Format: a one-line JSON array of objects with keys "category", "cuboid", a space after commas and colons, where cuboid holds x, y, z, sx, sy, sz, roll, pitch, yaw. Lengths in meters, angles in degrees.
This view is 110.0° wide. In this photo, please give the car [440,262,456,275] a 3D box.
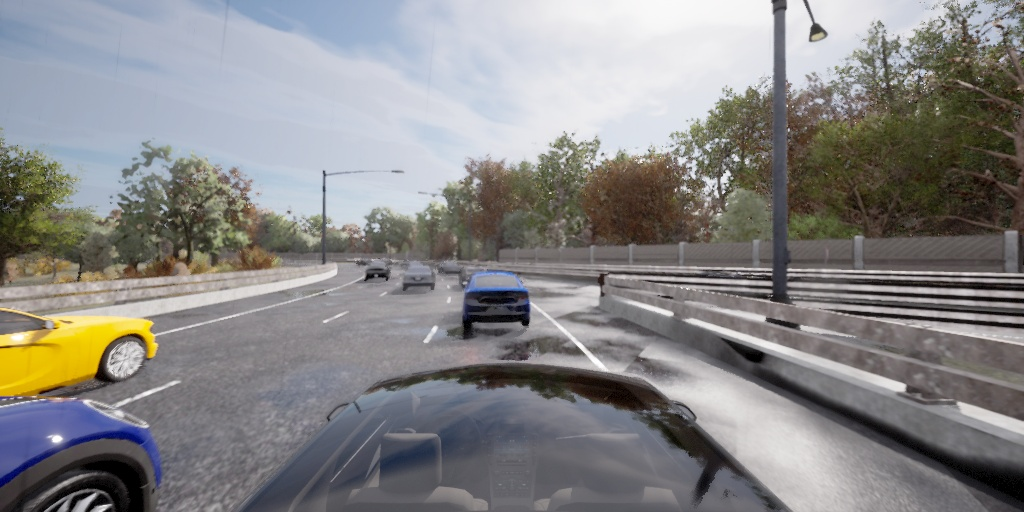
[{"category": "car", "cuboid": [-7.104, 1.396, 40.554, 1.994, 1.385, 4.181, 0, 0, -24]}]

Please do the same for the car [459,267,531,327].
[{"category": "car", "cuboid": [-0.597, 1.248, 11.691, 1.882, 1.535, 5.008, 0, 0, -6]}]

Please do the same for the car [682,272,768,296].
[{"category": "car", "cuboid": [8.545, 1.366, 15.620, 1.994, 1.385, 4.181, 0, 0, -40]}]

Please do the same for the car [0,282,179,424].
[{"category": "car", "cuboid": [-7.053, 1.235, 4.096, 1.882, 1.535, 5.008, 0, 0, -1]}]

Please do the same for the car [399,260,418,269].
[{"category": "car", "cuboid": [-17.503, 1.445, 60.716, 1.994, 1.385, 4.181, 0, 0, -32]}]

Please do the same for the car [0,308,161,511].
[{"category": "car", "cuboid": [-3.541, 1.101, 0.611, 2.097, 1.767, 4.553, 0, 0, 1]}]

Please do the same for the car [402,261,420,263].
[{"category": "car", "cuboid": [-11.166, 1.381, 40.804, 2.033, 1.411, 5.357, 0, 0, -22]}]

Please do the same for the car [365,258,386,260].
[{"category": "car", "cuboid": [-18.257, 1.329, 48.078, 1.882, 1.535, 5.008, 0, 0, -26]}]

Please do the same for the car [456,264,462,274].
[{"category": "car", "cuboid": [-2.497, 1.397, 23.812, 1.895, 1.301, 4.718, 0, 0, -11]}]

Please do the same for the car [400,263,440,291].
[{"category": "car", "cuboid": [-5.759, 1.338, 22.500, 2.033, 1.411, 5.357, 0, 0, -11]}]

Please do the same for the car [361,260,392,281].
[{"category": "car", "cuboid": [-11.483, 1.319, 30.835, 1.837, 1.490, 4.892, 0, 0, -16]}]
